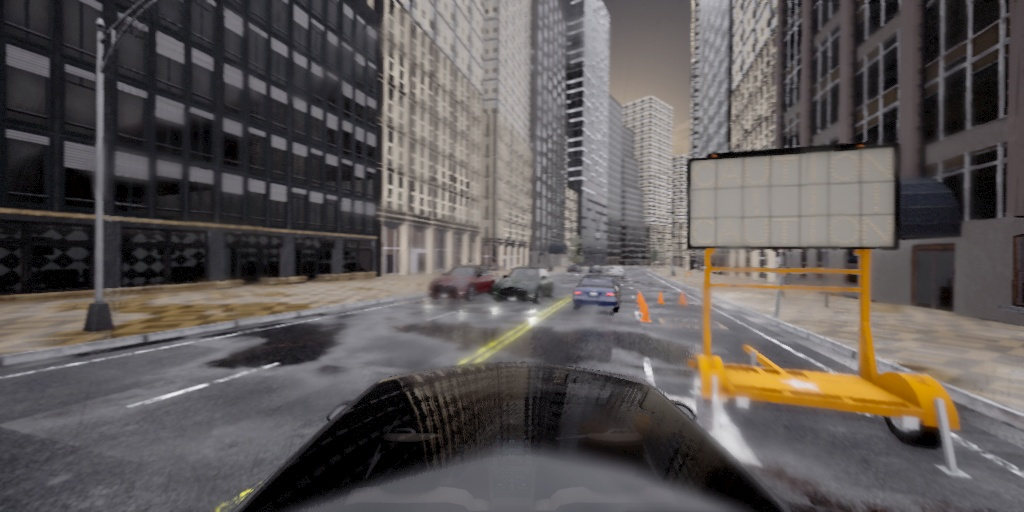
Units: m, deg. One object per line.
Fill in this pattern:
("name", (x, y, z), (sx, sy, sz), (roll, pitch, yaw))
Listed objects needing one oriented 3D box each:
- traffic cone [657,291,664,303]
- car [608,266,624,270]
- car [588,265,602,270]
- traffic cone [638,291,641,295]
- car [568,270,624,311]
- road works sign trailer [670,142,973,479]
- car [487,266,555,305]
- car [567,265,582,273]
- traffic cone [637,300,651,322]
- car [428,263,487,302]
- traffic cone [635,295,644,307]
("traffic cone", (7.264, 2.000, 17.525), (0.340, 0.580, 0.340), (0, 0, 18))
("car", (12.694, 1.953, 43.806), (1.812, 1.442, 4.674), (1, -1, 18))
("car", (13.157, 2.104, 56.553), (1.812, 1.442, 4.674), (1, -1, 18))
("traffic cone", (5.708, 1.957, 15.922), (0.340, 0.580, 0.340), (0, 0, 18))
("car", (3.837, 1.519, 15.848), (2.033, 1.411, 5.357), (1, -1, 18))
("road works sign trailer", (3.717, 0.311, 5.045), (2.380, 3.560, 2.880), (0, 0, 19))
("car", (0.710, 1.291, 17.391), (2.097, 1.767, 4.553), (1, -1, 18))
("car", (10.066, 2.089, 57.535), (2.033, 1.411, 5.357), (1, -1, 18))
("traffic cone", (4.500, 1.895, 12.109), (0.340, 0.580, 0.340), (0, 0, 18))
("car", (-2.397, 1.253, 18.344), (2.097, 1.767, 4.553), (1, -1, 18))
("traffic cone", (5.103, 1.926, 14.016), (0.340, 0.580, 0.340), (0, 0, 18))
